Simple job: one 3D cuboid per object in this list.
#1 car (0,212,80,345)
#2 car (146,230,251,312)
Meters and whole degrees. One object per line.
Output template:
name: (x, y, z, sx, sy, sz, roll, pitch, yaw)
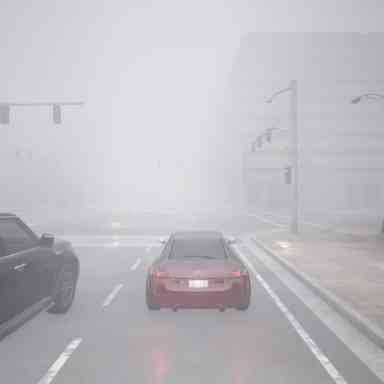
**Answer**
car: (-3.394, 1.221, 4.460, 2.150, 2.045, 5.566, 0, 0, 1)
car: (0.117, 1.564, 7.784, 1.994, 1.385, 4.181, 0, 0, 0)
